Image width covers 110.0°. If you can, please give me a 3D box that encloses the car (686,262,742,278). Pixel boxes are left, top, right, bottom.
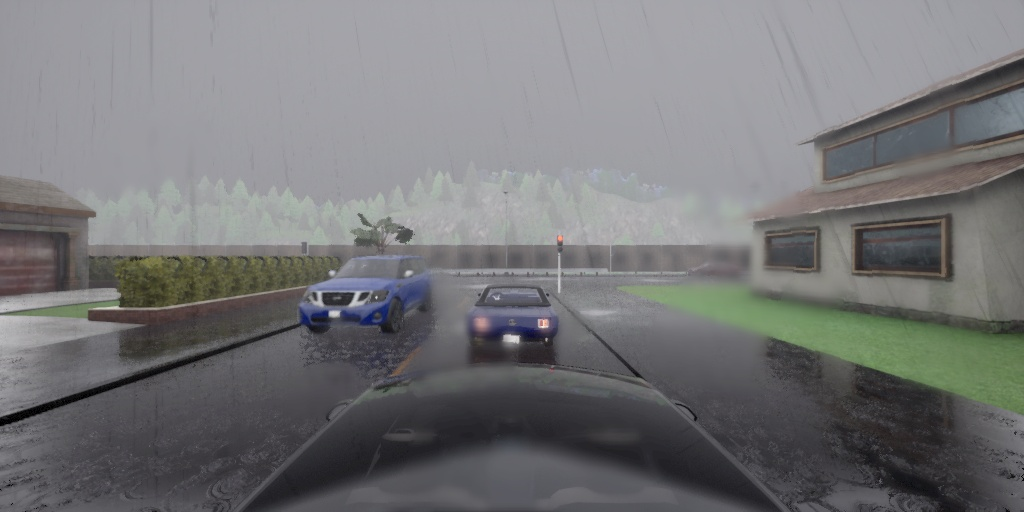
[{"bbox_3d":[18.536,1.288,33.008,4.674,1.442,1.812,0,0,0],"label":"car"}]

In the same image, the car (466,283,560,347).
[{"bbox_3d":[0.043,1.354,9.286,1.895,1.301,4.718,0,0,1],"label":"car"}]

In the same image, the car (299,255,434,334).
[{"bbox_3d":[-3.985,0.975,10.985,2.150,2.045,5.566,0,0,2],"label":"car"}]
